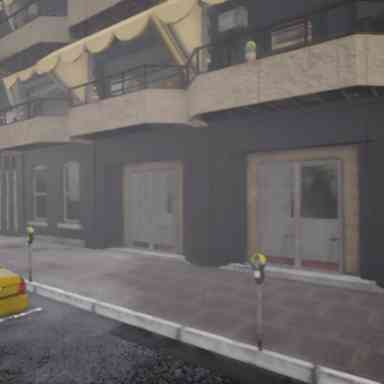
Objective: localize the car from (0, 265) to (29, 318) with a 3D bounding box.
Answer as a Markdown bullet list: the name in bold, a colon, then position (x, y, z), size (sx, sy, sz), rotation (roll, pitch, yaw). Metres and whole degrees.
- **car**: position (-4.961, 1.516, 6.269), size (4.829, 1.417, 1.752), rotation (0, -1, 36)
